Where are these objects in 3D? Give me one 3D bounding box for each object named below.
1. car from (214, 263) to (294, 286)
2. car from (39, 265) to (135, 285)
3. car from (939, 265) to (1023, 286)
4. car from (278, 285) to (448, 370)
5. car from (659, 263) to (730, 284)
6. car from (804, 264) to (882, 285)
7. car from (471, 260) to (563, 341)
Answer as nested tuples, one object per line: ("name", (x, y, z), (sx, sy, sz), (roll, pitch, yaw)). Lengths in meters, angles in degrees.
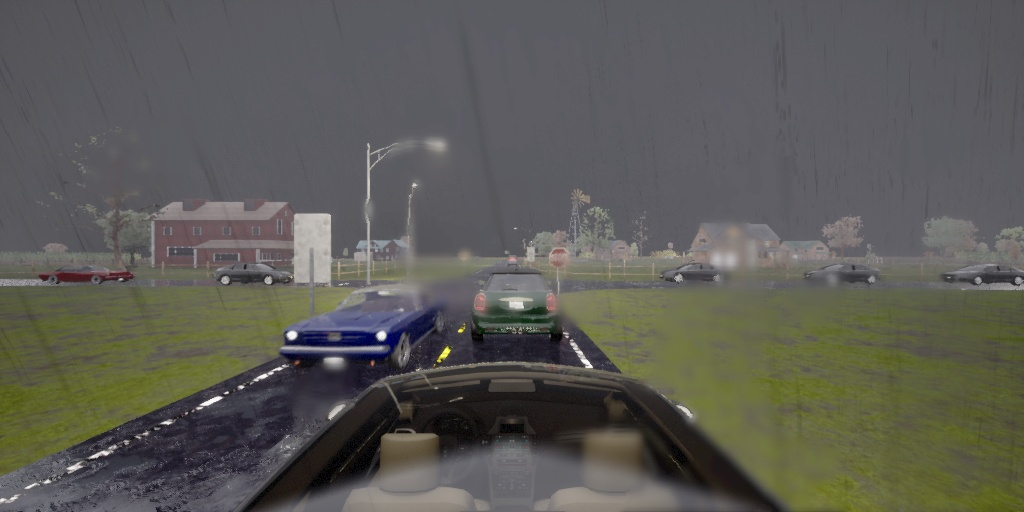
("car", (-17.378, 1.202, 24.380), (4.892, 1.490, 1.837), (0, 0, 1))
("car", (-28.882, 1.266, 24.493), (4.718, 1.301, 1.895), (0, 0, 1))
("car", (35.165, 1.383, 26.812), (4.892, 1.490, 1.837), (0, 0, 1))
("car", (-2.760, 1.350, 7.862), (1.895, 1.301, 4.718), (0, 0, 1))
("car", (13.695, 1.297, 27.039), (4.892, 1.490, 1.837), (1, 0, 1))
("car", (24.743, 1.338, 26.923), (4.892, 1.490, 1.837), (0, 0, 1))
("car", (0.119, 1.101, 10.006), (2.097, 1.767, 4.553), (0, 0, 0))
